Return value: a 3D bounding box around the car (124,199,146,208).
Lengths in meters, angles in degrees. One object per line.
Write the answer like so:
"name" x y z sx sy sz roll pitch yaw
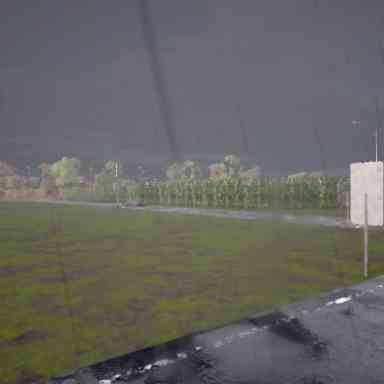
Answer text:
"car" -8.656 1.688 50.381 1.994 1.385 4.181 -1 0 -36
